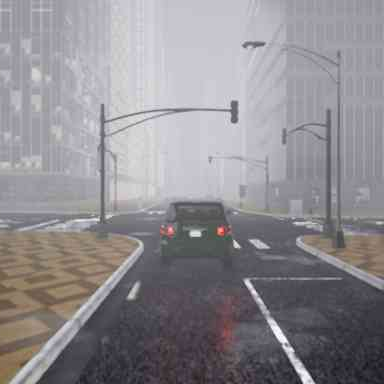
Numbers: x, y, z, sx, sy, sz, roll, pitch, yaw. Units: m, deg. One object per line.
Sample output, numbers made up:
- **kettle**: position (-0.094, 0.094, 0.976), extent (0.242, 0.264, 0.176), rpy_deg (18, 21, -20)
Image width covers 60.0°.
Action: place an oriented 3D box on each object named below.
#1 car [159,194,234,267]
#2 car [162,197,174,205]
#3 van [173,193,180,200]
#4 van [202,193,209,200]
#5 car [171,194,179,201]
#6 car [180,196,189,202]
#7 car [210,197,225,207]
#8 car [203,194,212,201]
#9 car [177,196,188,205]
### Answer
- **car**: position (0.219, 1.212, 11.564), extent (2.150, 2.045, 5.566), rpy_deg (0, 0, 3)
- **car**: position (-4.094, 1.545, 57.189), extent (1.802, 1.307, 4.206), rpy_deg (0, 0, 0)
- **van**: position (-4.281, 1.246, 90.355), extent (1.690, 1.788, 3.998), rpy_deg (0, 0, 0)
- **van**: position (3.599, 1.246, 90.399), extent (1.690, 1.788, 3.998), rpy_deg (0, 0, 0)
- **car**: position (-4.249, 1.356, 84.828), extent (1.967, 1.590, 4.097), rpy_deg (0, 0, 0)
- **car**: position (-1.625, 1.524, 74.297), extent (1.895, 1.301, 4.718), rpy_deg (0, 0, 0)
- **car**: position (3.866, 1.536, 51.708), extent (1.947, 1.339, 4.313), rpy_deg (0, 0, 0)
- **car**: position (3.662, 1.366, 79.344), extent (1.967, 1.590, 4.097), rpy_deg (0, 0, 0)
- **car**: position (-1.588, 1.486, 59.013), extent (1.812, 1.442, 4.674), rpy_deg (0, 0, 0)
